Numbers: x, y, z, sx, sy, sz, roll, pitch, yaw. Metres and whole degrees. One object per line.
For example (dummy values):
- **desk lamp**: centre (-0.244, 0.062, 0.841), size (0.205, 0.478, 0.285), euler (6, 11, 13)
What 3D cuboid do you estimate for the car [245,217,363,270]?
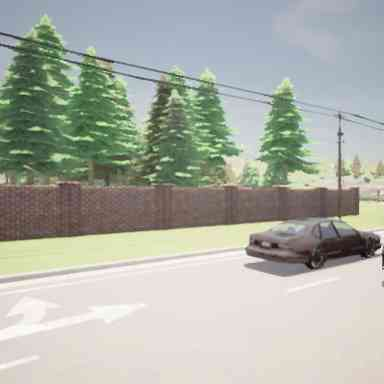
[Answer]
- **car**: centre (4.199, 1.563, 11.083), size (5.357, 1.411, 2.033), euler (0, 0, -35)

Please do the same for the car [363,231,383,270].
- **car**: centre (6.852, 1.510, 8.676), size (4.902, 1.511, 2.128), euler (0, 0, -35)
